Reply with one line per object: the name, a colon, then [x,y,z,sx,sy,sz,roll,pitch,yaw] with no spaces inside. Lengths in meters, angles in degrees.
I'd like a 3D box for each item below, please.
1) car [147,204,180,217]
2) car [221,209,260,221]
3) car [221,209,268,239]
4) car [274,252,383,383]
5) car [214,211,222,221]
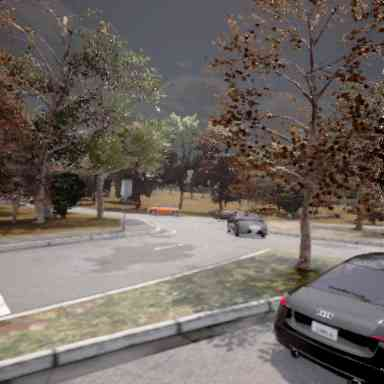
car: [-3.922,2.440,46.409,4.553,1.767,2.097,3,-2,-1]
car: [7.126,3.335,48.642,5.357,1.411,2.033,4,-2,-24]
car: [3.418,1.991,20.967,2.128,1.511,4.902,4,-2,-3]
car: [3.227,1.640,4.990,4.181,1.385,1.994,2,-1,-33]
car: [4.468,2.786,40.142,1.882,1.535,5.008,1,-3,34]
